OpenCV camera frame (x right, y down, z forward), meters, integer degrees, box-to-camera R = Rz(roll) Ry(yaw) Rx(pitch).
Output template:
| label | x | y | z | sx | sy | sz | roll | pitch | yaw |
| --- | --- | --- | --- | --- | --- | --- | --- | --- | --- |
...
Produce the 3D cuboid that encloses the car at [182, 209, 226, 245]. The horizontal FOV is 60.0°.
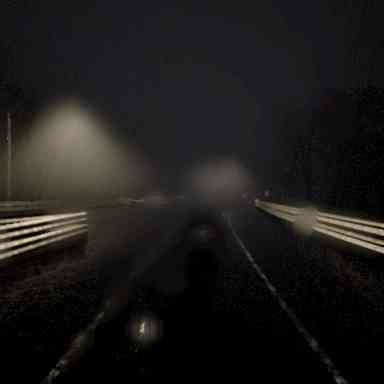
| label | x | y | z | sx | sy | sz | roll | pitch | yaw |
| --- | --- | --- | --- | --- | --- | --- | --- | --- | --- |
| car | 0.609 | 1.520 | 15.781 | 1.882 | 1.535 | 5.008 | 0 | 0 | 3 |
